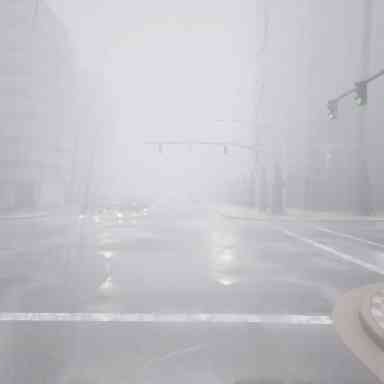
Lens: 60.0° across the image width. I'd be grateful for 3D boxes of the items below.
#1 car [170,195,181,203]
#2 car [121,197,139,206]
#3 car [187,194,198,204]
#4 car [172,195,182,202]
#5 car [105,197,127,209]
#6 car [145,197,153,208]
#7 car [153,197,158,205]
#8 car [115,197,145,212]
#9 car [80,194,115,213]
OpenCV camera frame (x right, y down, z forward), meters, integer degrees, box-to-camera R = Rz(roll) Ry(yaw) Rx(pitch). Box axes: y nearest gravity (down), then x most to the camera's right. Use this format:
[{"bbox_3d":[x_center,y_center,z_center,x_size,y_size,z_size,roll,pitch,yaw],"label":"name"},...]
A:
[{"bbox_3d":[-3.404,1.505,66.674,1.837,1.490,4.892,0,0,0],"label":"car"},{"bbox_3d":[-10.501,1.547,56.771,2.033,1.411,5.357,0,0,0],"label":"car"},{"bbox_3d":[0.096,1.547,66.100,2.033,1.411,5.357,0,0,0],"label":"car"},{"bbox_3d":[-3.390,1.494,76.002,2.128,1.511,4.902,0,0,0],"label":"car"},{"bbox_3d":[-10.531,1.477,46.438,1.882,1.535,5.008,0,0,0],"label":"car"},{"bbox_3d":[-7.027,1.526,47.064,1.812,1.442,4.674,0,0,0],"label":"car"},{"bbox_3d":[-7.001,1.564,56.943,1.994,1.385,4.181,0,0,0],"label":"car"},{"bbox_3d":[-7.045,1.352,38.080,2.097,1.767,4.553,0,0,0],"label":"car"},{"bbox_3d":[-10.546,1.221,36.736,2.150,2.045,5.566,0,0,0],"label":"car"}]
